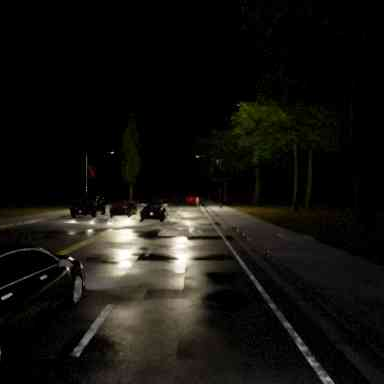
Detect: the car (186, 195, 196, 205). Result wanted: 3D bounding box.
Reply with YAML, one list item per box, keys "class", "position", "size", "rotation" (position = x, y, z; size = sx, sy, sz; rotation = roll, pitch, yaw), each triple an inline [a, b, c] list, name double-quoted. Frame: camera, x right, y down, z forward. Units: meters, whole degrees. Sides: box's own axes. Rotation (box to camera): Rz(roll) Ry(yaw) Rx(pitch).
- class: "car"
  position: [-0.088, 1.550, 68.420]
  size: [2.150, 2.045, 5.566]
  rotation: [0, 0, 0]

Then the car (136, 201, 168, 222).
- class: "car"
  position: [-3.186, 1.694, 28.141]
  size: [1.994, 1.385, 4.181]
  rotation: [0, 0, 0]

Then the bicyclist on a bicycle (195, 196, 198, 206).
- class: "bicyclist on a bicycle"
  position: [0.817, 1.654, 59.728]
  size: [0.659, 1.776, 1.843]
  rotation: [0, 0, 0]

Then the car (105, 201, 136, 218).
- class: "car"
  position: [-6.639, 1.629, 32.327]
  size: [1.882, 1.535, 5.008]
  rotation: [0, 0, 0]

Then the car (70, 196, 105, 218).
- class: "car"
  position: [-9.890, 1.371, 32.147]
  size: [2.150, 2.045, 5.566]
  rotation: [0, 0, 0]

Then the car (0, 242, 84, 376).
- class: "car"
  position: [-3.157, 1.528, 5.074]
  size: [1.837, 1.490, 4.892]
  rotation: [0, 0, 0]

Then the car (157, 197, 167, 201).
- class: "car"
  position: [-6.594, 1.803, 72.994]
  size: [1.812, 1.442, 4.674]
  rotation: [0, 0, 0]

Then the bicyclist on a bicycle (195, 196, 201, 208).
- class: "bicyclist on a bicycle"
  position: [0.849, 1.662, 47.608]
  size: [0.866, 1.612, 1.509]
  rotation: [0, 0, 0]

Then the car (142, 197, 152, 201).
- class: "car"
  position: [-9.843, 1.865, 72.574]
  size: [1.994, 1.385, 4.181]
  rotation: [0, 0, 0]
